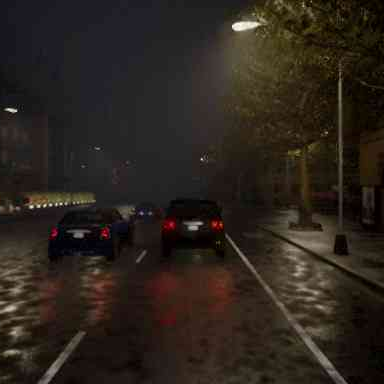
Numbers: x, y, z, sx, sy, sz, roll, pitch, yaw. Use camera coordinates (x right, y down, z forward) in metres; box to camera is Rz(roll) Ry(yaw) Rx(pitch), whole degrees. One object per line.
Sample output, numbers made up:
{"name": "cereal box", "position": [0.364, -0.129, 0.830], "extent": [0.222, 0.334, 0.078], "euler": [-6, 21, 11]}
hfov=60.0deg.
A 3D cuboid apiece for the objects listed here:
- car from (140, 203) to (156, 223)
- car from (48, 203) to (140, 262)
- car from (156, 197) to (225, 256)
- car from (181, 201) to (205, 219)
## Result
{"name": "car", "position": [-3.456, 1.516, 25.460], "extent": [2.033, 1.411, 5.357], "euler": [0, 0, 1]}
{"name": "car", "position": [-3.441, 1.337, 12.263], "extent": [2.097, 1.767, 4.553], "euler": [0, 0, 0]}
{"name": "car", "position": [0.066, 1.207, 13.173], "extent": [2.150, 2.045, 5.566], "euler": [0, 0, 0]}
{"name": "car", "position": [0.075, 1.527, 29.700], "extent": [1.994, 1.385, 4.181], "euler": [0, 0, 0]}
